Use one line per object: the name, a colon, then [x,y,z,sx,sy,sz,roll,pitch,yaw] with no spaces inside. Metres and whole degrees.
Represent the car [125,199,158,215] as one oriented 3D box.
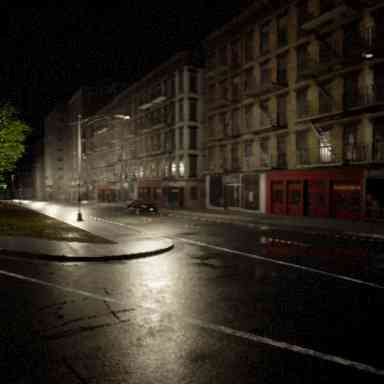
car: [-4.871,1.407,31.923,1.812,1.442,4.674,-1,0,-31]
